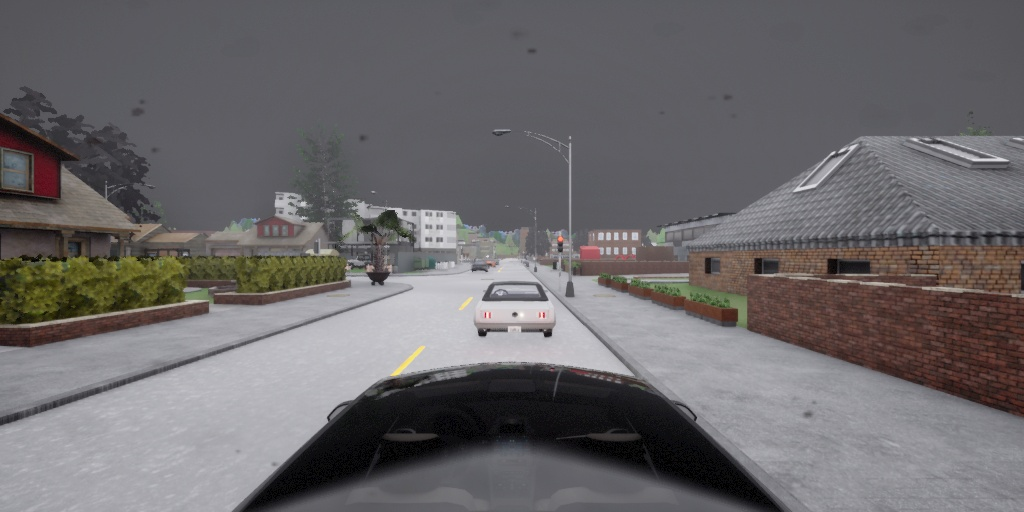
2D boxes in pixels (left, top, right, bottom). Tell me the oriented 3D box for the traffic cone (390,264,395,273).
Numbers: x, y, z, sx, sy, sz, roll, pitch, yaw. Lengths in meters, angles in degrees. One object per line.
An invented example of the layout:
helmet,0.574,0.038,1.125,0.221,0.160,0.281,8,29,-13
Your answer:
traffic cone,-15.152,1.558,44.755,0.344,0.586,0.344,0,0,0

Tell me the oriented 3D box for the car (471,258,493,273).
car,-3.867,1.297,43.909,2.033,1.411,5.357,0,0,0

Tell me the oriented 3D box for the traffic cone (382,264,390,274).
traffic cone,-15.516,1.561,44.187,0.344,0.586,0.344,0,0,0

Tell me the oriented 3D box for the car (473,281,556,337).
car,0.098,1.351,10.234,1.895,1.301,4.718,0,0,1

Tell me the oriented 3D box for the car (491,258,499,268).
car,-3.768,1.102,58.713,2.097,1.767,4.553,0,0,0
